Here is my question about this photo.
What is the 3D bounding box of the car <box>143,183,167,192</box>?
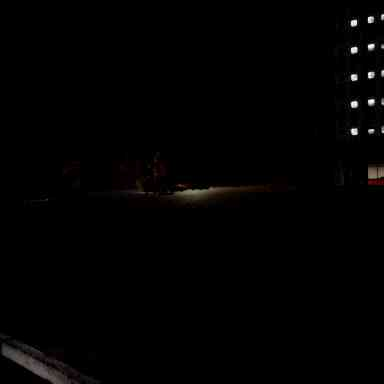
[{"bbox_3d":[-6.721,-0.782,60.796,1.812,1.442,4.674,0,2,30],"label":"car"}]

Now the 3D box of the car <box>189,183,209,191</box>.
[{"bbox_3d":[1.537,-0.964,62.228,1.895,1.301,4.718,0,2,29],"label":"car"}]

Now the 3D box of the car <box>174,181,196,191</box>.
[{"bbox_3d":[-1.339,-1.200,63.743,2.097,1.767,4.553,0,2,29],"label":"car"}]

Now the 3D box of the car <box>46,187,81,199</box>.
[{"bbox_3d":[-16.930,0.099,43.891,1.812,1.442,4.674,0,2,32],"label":"car"}]

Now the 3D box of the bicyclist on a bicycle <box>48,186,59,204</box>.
[{"bbox_3d":[-12.661,0.252,30.264,1.656,1.620,0.582,-1,2,33],"label":"bicyclist on a bicycle"}]

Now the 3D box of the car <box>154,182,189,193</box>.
[{"bbox_3d":[-3.241,-0.591,53.731,2.033,1.411,5.357,0,2,30],"label":"car"}]

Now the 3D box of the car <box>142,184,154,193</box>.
[{"bbox_3d":[-6.020,-0.584,55.419,2.033,1.411,5.357,0,2,30],"label":"car"}]
